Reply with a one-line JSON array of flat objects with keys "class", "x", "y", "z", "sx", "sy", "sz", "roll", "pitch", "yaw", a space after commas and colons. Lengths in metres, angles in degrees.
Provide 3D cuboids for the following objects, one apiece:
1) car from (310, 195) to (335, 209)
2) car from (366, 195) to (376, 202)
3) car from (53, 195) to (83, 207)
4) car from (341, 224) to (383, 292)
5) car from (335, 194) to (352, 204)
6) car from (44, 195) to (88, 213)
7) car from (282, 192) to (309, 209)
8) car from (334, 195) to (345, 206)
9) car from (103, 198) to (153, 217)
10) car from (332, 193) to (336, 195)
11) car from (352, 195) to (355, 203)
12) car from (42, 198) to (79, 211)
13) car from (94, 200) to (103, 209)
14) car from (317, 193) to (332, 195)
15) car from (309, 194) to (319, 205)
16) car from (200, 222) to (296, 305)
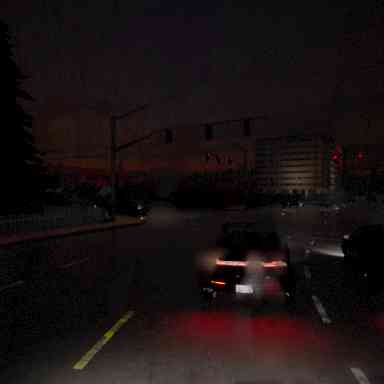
[{"class": "car", "x": 18.214, "y": 1.525, "z": 46.264, "sx": 1.812, "sy": 1.442, "sz": 4.674, "roll": 0, "pitch": 0, "yaw": 32}, {"class": "car", "x": 42.727, "y": 1.524, "z": 79.294, "sx": 2.128, "sy": 1.511, "sz": 4.902, "roll": 0, "pitch": 0, "yaw": 32}, {"class": "car", "x": -19.889, "y": 1.407, "z": 53.346, "sx": 4.553, "sy": 1.767, "sz": 2.097, "roll": 0, "pitch": 0, "yaw": 32}, {"class": "car", "x": 5.188, "y": 1.547, "z": 8.593, "sx": 2.033, "sy": 1.411, "sz": 5.357, "roll": 0, "pitch": 0, "yaw": 16}, {"class": "car", "x": 28.053, "y": 1.600, "z": 62.129, "sx": 1.895, "sy": 1.301, "sz": 4.718, "roll": 0, "pitch": 0, "yaw": 32}, {"class": "car", "x": -14.090, "y": 1.277, "z": 37.100, "sx": 5.566, "sy": 2.045, "sz": 2.150, "roll": 0, "pitch": 0, "yaw": 32}, {"class": "car", "x": 14.330, "y": 1.221, "z": 46.648, "sx": 2.150, "sy": 2.045, "sz": 5.566, "roll": 0, "pitch": 0, "yaw": 32}, {"class": "car", "x": 23.115, "y": 1.600, "z": 54.222, "sx": 1.895, "sy": 1.301, "sz": 4.718, "roll": 0, "pitch": 0, "yaw": 32}, {"class": "car", "x": -5.962, "y": 1.407, "z": 32.022, "sx": 4.553, "sy": 1.767, "sz": 2.097, "roll": 0, "pitch": 0, "yaw": 32}, {"class": "car", "x": 29.961, "y": 1.224, "z": 71.894, "sx": 2.150, "sy": 2.045, "sz": 5.566, "roll": 0, "pitch": 0, "yaw": 32}, {"class": "car", "x": 33.428, "y": 1.354, "z": 70.851, "sx": 2.097, "sy": 1.767, "sz": 4.553, "roll": 0, "pitch": 0, "yaw": 32}, {"class": "car", "x": -17.098, "y": 1.533, "z": 43.116, "sx": 5.008, "sy": 1.535, "sz": 1.882, "roll": 0, "pitch": 0, "yaw": 32}, {"class": "car", "x": -9.057, "y": 1.546, "z": 38.087, "sx": 4.902, "sy": 1.511, "sz": 2.128, "roll": 0, "pitch": 0, "yaw": 32}, {"class": "car", "x": 24.503, "y": 1.221, "z": 63.047, "sx": 2.150, "sy": 2.045, "sz": 5.566, "roll": 0, "pitch": 0, "yaw": 32}, {"class": "car", "x": 19.439, "y": 1.525, "z": 54.927, "sx": 1.812, "sy": 1.442, "sz": 4.674, "roll": 0, "pitch": 0, "yaw": 32}, {"class": "car", "x": 1.436, "y": 1.491, "z": 8.223, "sx": 2.128, "sy": 1.511, "sz": 4.902, "roll": 0, "pitch": 0, "yaw": 12}]
